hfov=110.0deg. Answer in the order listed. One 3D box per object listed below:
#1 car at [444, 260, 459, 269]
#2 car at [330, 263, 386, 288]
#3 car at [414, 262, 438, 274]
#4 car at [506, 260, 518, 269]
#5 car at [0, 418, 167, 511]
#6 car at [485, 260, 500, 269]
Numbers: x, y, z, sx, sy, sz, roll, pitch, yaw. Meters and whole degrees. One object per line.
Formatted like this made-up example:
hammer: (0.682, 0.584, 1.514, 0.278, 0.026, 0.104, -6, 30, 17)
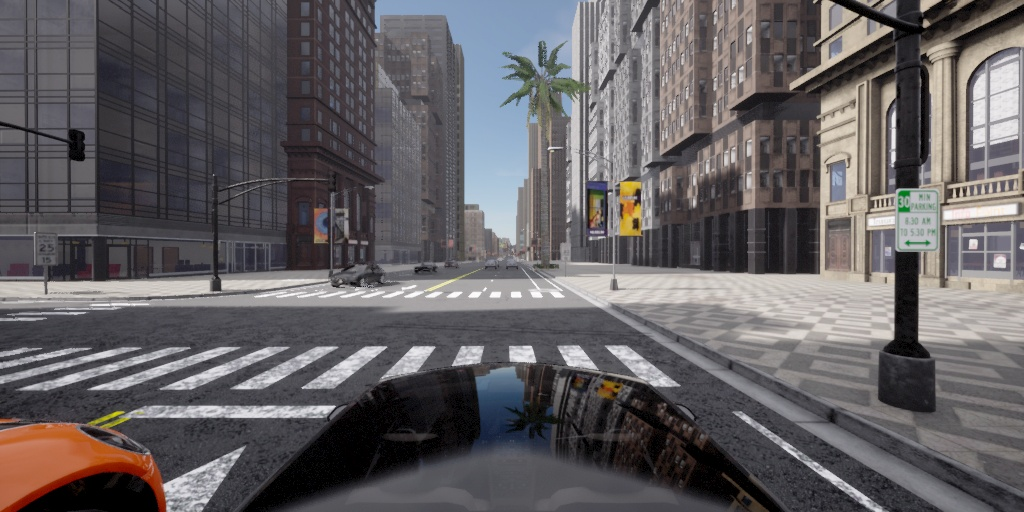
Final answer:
car: (-9.752, 1.356, 58.092, 1.994, 1.385, 4.181, 0, 0, 0)
car: (-9.982, 1.259, 23.660, 1.837, 1.490, 4.892, 0, 0, 4)
car: (-9.826, 1.366, 41.137, 1.895, 1.301, 4.718, 0, 0, 0)
car: (0.023, 1.334, 55.734, 2.033, 1.411, 5.357, 0, 0, 0)
car: (-3.150, 1.102, 0.256, 2.097, 1.767, 4.553, 0, 0, 0)
car: (-3.227, 1.334, 55.736, 2.033, 1.411, 5.357, 0, 0, 0)
